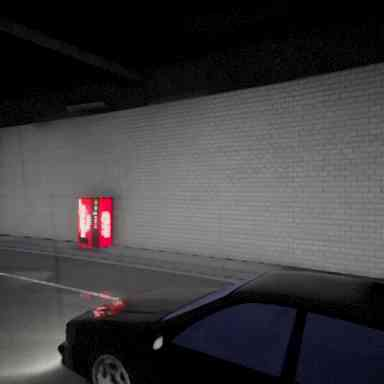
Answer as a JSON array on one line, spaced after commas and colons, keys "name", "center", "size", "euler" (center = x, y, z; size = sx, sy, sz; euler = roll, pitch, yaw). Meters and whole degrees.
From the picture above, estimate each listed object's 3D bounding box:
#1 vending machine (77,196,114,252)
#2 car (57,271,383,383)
[{"name": "vending machine", "center": [-3.784, 1.195, 13.047], "size": [0.880, 2.100, 1.100], "euler": [0, 0, 29]}, {"name": "car", "center": [1.051, 1.548, 3.141], "size": [5.357, 1.411, 2.033], "euler": [0, 0, 34]}]
